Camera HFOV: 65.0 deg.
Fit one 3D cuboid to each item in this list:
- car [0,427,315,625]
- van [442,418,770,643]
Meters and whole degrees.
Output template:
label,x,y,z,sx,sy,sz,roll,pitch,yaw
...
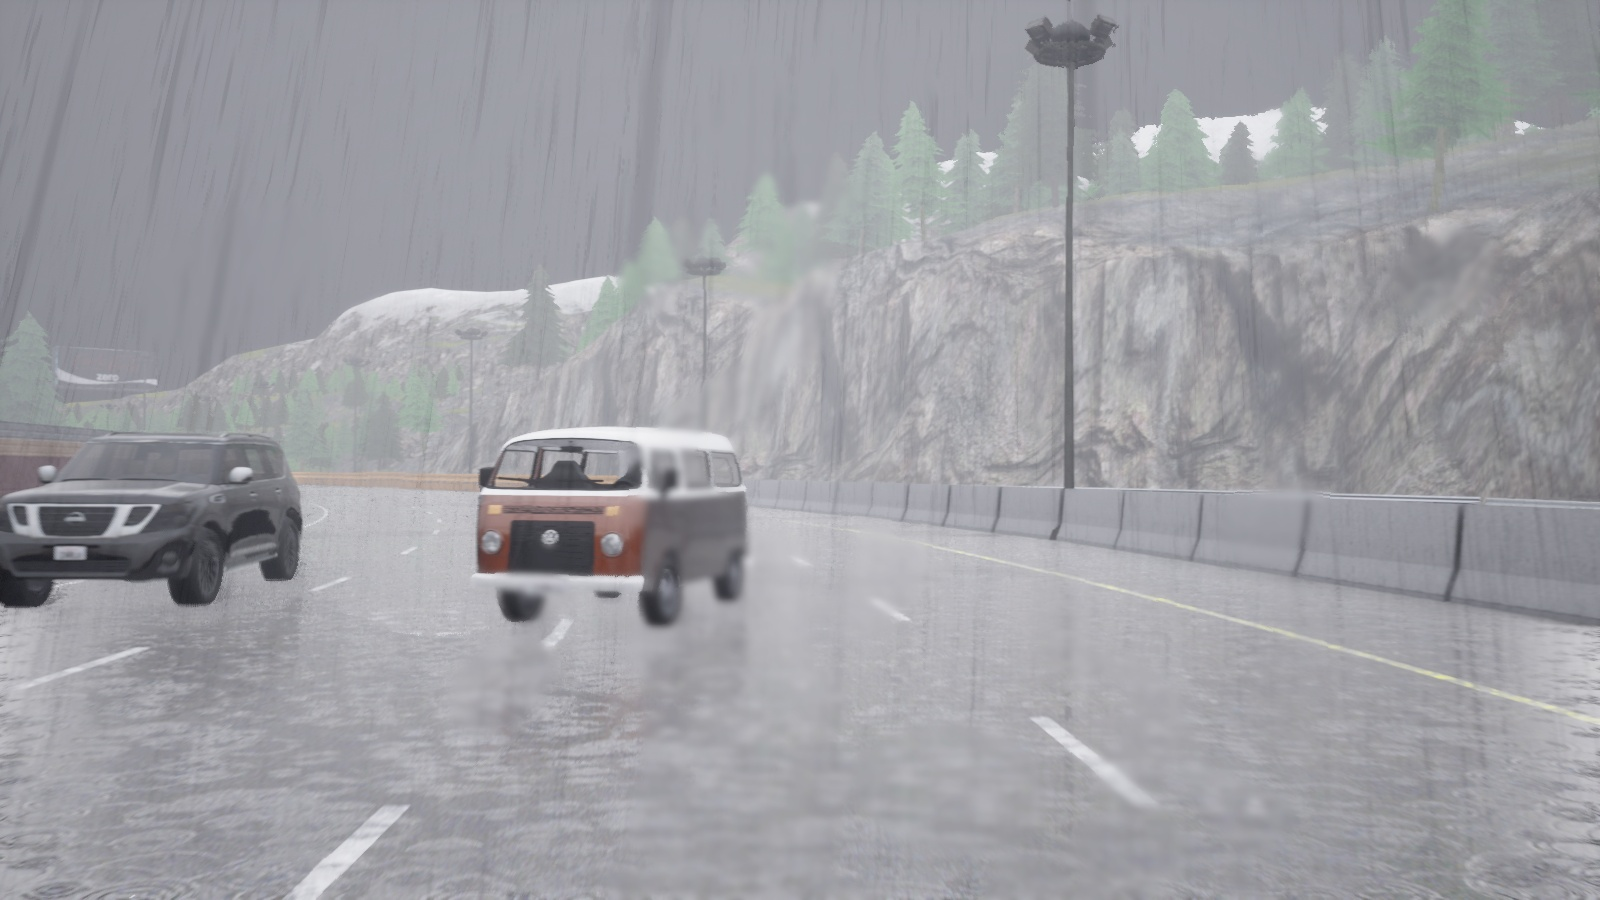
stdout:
label,x,y,z,sx,sy,sz,roll,pitch,yaw
car,-7.966,0.834,15.844,2.150,2.045,5.566,0,-1,-7
van,-1.865,0.779,13.775,2.069,2.038,4.480,0,-1,12
